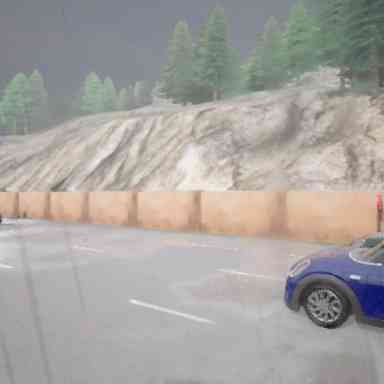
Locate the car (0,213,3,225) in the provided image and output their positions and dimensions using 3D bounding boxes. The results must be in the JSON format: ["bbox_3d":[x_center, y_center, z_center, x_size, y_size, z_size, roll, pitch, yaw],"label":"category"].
[{"bbox_3d":[-15.563,1.680,24.196,4.181,1.385,1.994,0,0,36],"label":"car"}]

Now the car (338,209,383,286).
[{"bbox_3d":[6.264,1.384,8.166,4.553,1.767,2.097,0,0,35],"label":"car"}]

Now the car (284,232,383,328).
[{"bbox_3d":[3.925,1.374,5.533,4.553,1.767,2.097,0,0,35],"label":"car"}]
